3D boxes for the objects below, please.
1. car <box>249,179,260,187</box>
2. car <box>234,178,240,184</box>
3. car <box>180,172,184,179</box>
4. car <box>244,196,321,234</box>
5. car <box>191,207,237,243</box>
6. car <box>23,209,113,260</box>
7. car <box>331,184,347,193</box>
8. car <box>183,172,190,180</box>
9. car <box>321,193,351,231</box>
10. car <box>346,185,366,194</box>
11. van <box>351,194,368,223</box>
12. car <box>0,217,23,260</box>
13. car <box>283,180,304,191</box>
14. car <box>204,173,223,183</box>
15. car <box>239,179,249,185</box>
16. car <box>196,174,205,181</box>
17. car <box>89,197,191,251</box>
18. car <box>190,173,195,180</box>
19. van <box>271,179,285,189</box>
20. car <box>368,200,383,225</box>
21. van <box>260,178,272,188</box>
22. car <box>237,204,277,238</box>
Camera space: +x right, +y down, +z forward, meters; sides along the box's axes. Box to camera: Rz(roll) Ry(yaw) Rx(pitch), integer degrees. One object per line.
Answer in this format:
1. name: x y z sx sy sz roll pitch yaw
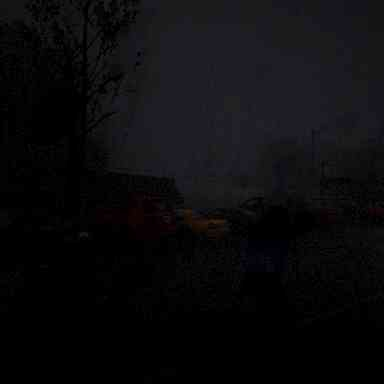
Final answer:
1. car: 14.639 -1.812 70.559 1.946 1.575 5.366 7 3 35
2. car: 11.068 -2.317 75.344 2.002 1.452 4.674 7 3 35
3. car: -1.176 -4.362 92.403 2.435 2.045 5.566 1 -1 34
4. car: 4.226 1.262 19.524 5.566 2.045 2.435 -1 -1 35
5. car: -0.809 1.502 16.141 5.366 1.575 1.946 -1 -1 35
6. car: -5.576 1.523 12.571 4.792 1.488 2.163 -1 -1 35
7. car: 24.905 -0.426 55.604 2.435 2.045 5.566 7 3 35
8. car: 0.594 -4.085 90.055 2.185 1.767 4.553 4 1 33
9. car: 6.741 1.267 21.227 5.566 2.045 2.435 -1 -1 35
10. car: 26.595 0.136 53.131 2.002 1.452 4.674 7 3 35
11. van: 9.280 1.296 22.896 4.442 1.987 1.878 -1 -1 35
12. car: -7.996 1.493 10.826 4.892 1.521 2.231 -1 -1 35
13. car: 19.698 -0.992 62.992 2.231 1.521 4.892 7 3 35
14. car: 5.966 -3.176 82.857 1.946 1.575 5.366 7 3 34
15. car: 12.809 -2.043 72.881 2.002 1.452 4.674 7 4 35
16. car: 4.116 -3.699 85.117 2.435 2.045 5.566 7 3 34
17. car: -3.130 1.247 14.315 5.566 2.045 2.435 -1 -1 35
18. car: 2.323 -3.850 87.584 2.185 1.767 4.553 6 3 34
19. van: 17.940 -1.491 65.355 1.878 1.987 4.442 7 4 35
20. car: 11.690 1.403 24.645 4.553 1.767 2.185 -1 -1 35
21. van: 16.212 -1.764 67.827 1.878 1.987 4.442 7 4 35
22. car: 1.798 1.548 17.767 4.674 1.452 2.002 -1 -1 35
